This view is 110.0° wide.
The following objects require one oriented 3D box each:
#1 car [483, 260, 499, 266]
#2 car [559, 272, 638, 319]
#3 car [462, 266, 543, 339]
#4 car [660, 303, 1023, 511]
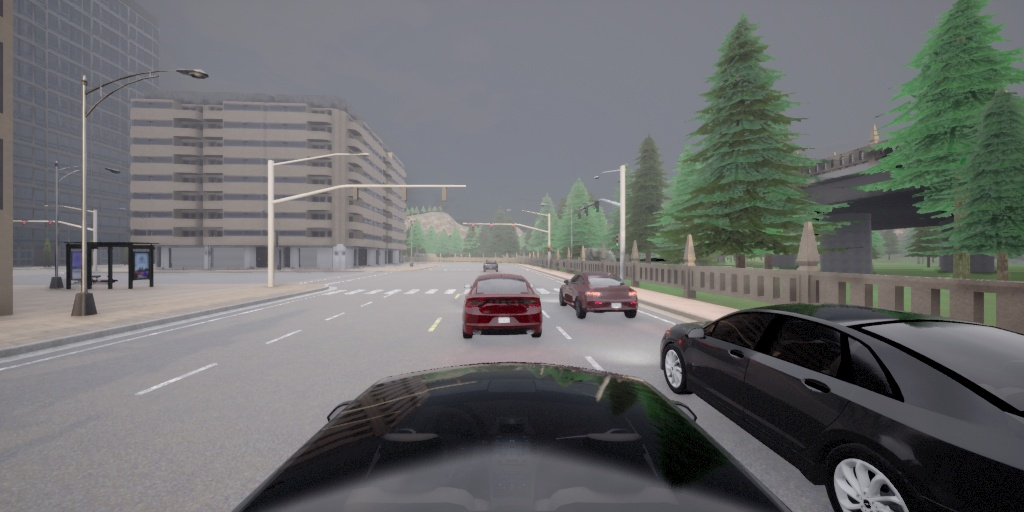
[{"bbox_3d":[-2.720,1.242,45.919,2.128,1.511,4.902,0,0,-4],"label":"car"},{"bbox_3d":[2.920,1.276,12.753,1.812,1.442,4.674,0,0,-3],"label":"car"},{"bbox_3d":[-0.342,1.228,10.178,1.882,1.535,5.008,0,0,-4],"label":"car"},{"bbox_3d":[3.257,1.255,3.763,1.837,1.490,4.892,0,0,0],"label":"car"}]
